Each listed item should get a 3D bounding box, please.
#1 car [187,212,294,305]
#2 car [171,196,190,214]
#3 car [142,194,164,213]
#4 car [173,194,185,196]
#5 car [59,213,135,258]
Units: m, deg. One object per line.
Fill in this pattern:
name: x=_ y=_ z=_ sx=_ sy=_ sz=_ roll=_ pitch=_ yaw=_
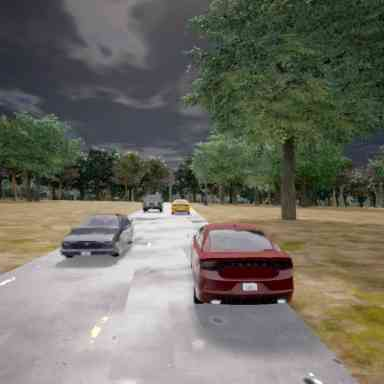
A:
car: x=0.933 y=1.477 z=8.187 sx=1.882 sy=1.535 sz=5.008 roll=0 pitch=0 yaw=-1
car: x=-1.248 y=1.549 z=35.886 sx=1.882 sy=1.535 sz=5.008 roll=0 pitch=0 yaw=-3
car: x=-4.486 y=1.309 z=38.834 sx=2.150 sy=2.045 sz=5.566 roll=0 pitch=0 yaw=-3
car: x=-1.774 y=1.357 z=46.394 sx=2.150 sy=2.045 sz=5.566 roll=0 pitch=0 yaw=-3
car: x=-3.401 y=1.547 z=13.059 sx=2.033 sy=1.411 sz=5.357 roll=0 pitch=0 yaw=-2
